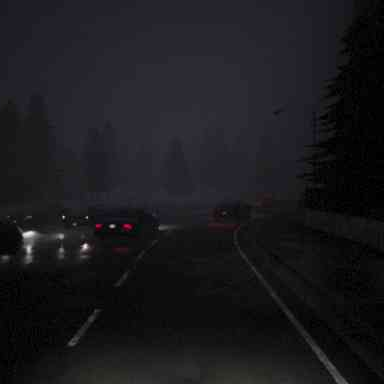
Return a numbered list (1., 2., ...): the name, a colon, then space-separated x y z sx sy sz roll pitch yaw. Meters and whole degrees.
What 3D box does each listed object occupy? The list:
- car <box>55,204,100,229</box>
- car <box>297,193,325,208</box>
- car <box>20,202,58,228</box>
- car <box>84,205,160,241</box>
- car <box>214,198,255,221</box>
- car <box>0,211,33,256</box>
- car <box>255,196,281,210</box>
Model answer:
1. car: -6.002 1.456 20.459 1.895 1.301 4.718 0 0 12
2. car: 14.962 0.940 39.903 5.566 2.045 2.150 -1 1 -36
3. car: -9.460 1.379 20.992 1.812 1.442 4.674 0 0 12
4. car: -2.956 1.433 16.066 2.033 1.411 5.357 0 0 7
5. car: 3.172 1.298 25.310 1.882 1.535 5.008 0 0 22
6. car: -6.996 1.492 10.179 1.994 1.385 4.181 0 0 1
7. car: 8.589 1.200 39.070 1.882 1.535 5.008 0 0 45
